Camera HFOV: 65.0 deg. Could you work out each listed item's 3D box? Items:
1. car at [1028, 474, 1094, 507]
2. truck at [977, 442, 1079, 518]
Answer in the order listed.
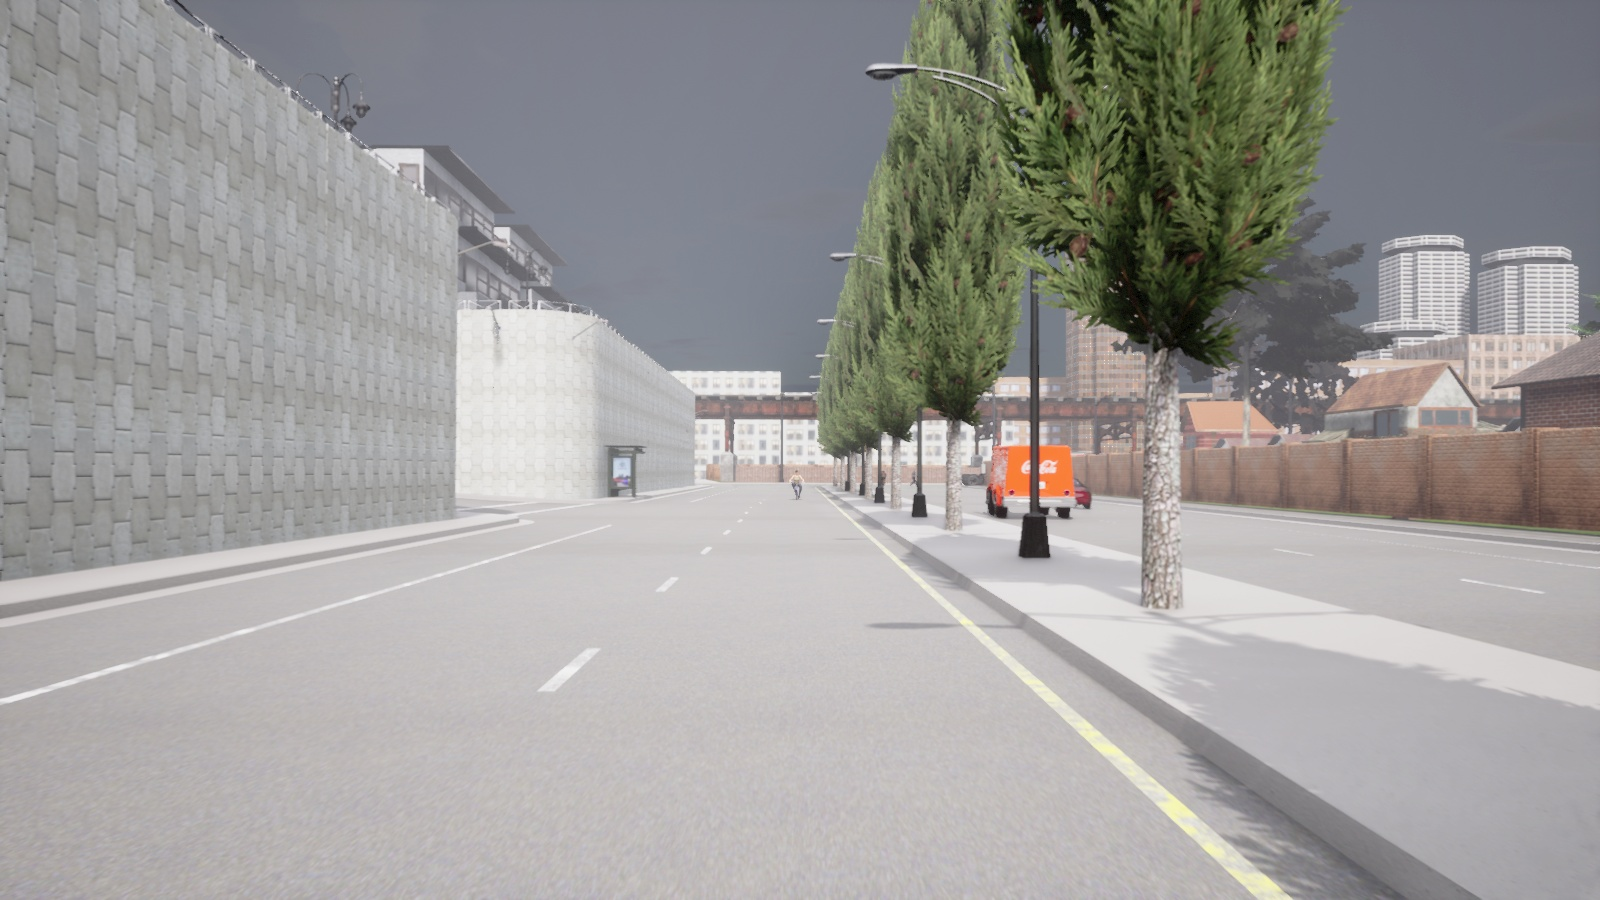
[{"bbox_3d":[11.367,1.752,54.902,1.994,1.385,4.181,0,-1,0],"label":"car"},{"bbox_3d":[7.891,1.034,44.075,2.627,2.467,5.204,0,-1,0],"label":"truck"}]
